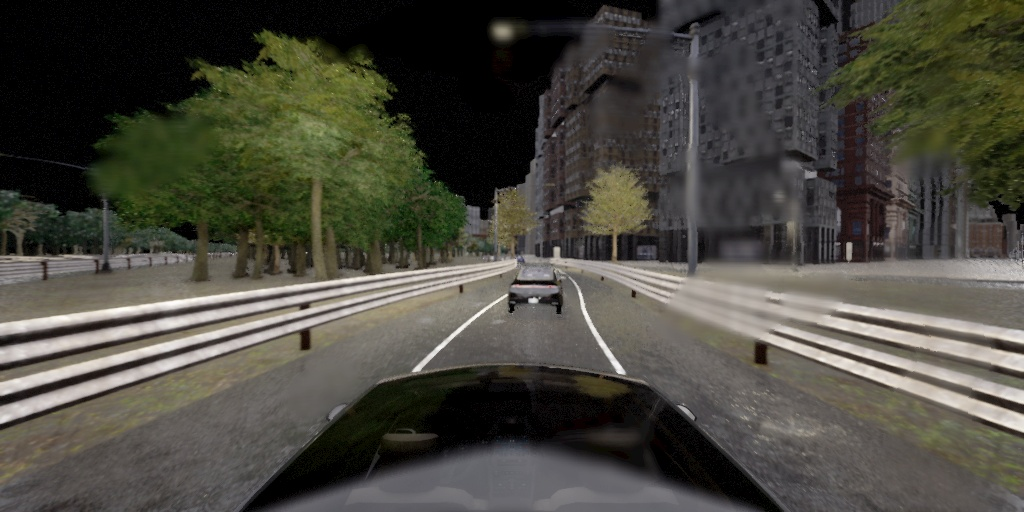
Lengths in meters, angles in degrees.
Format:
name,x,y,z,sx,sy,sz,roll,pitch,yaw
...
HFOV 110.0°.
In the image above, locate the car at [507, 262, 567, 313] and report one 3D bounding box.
name,x,y,z,sx,sy,sz,roll,pitch,yaw
car,1.003,1.175,13.603,2.128,1.511,4.902,0,0,8
